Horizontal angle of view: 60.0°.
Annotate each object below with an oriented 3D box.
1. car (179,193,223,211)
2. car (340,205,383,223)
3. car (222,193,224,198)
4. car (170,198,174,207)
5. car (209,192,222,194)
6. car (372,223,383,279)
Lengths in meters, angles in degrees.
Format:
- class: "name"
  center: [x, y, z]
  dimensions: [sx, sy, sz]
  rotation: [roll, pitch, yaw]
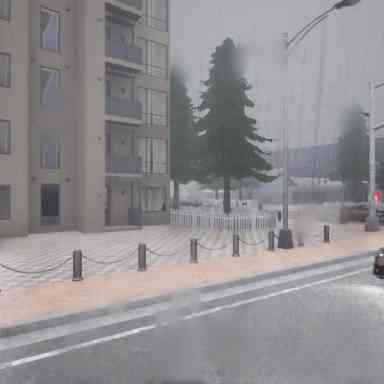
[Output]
- class: "car"
  center: [0.959, 1.368, 38.740]
  dimensions: [2.097, 1.767, 4.553]
  rotation: [0, 0, -37]
- class: "car"
  center: [12.639, 1.579, 23.314]
  dimensions: [1.994, 1.385, 4.181]
  rotation: [0, 0, -37]
- class: "car"
  center: [7.498, 1.092, 94.724]
  dimensions: [1.905, 1.878, 3.866]
  rotation: [0, 0, -37]
- class: "car"
  center: [-3.246, 1.563, 50.381]
  dimensions: [2.033, 1.411, 5.357]
  rotation: [0, 0, -37]
- class: "car"
  center: [5.411, 1.113, 92.661]
  dimensions: [1.932, 1.855, 4.605]
  rotation: [0, 0, -37]
- class: "car"
  center: [6.501, 1.564, 8.563]
  dimensions: [4.181, 1.385, 1.994]
  rotation: [0, 0, -35]
